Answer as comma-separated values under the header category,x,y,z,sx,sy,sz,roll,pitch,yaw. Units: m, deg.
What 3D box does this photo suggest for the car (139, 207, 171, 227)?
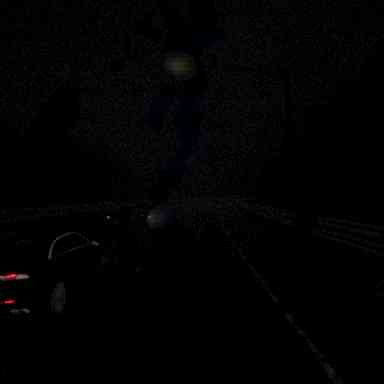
category,x,y,z,sx,sy,sz,roll,pitch,yaw
car,-2.803,1.849,25.547,1.994,1.385,4.181,0,-1,2

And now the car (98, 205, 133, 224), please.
category,x,y,z,sx,sy,sz,roll,pitch,yaw
car,-6.216,1.784,27.583,1.882,1.535,5.008,0,-1,3

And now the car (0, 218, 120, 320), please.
category,x,y,z,sx,sy,sz,roll,pitch,yaw
car,-3.316,1.572,7.477,2.128,1.511,4.902,0,-1,1

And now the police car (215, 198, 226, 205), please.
category,x,y,z,sx,sy,sz,roll,pitch,yaw
police car,6.796,2.448,83.313,1.930,1.638,5.238,0,-1,8
